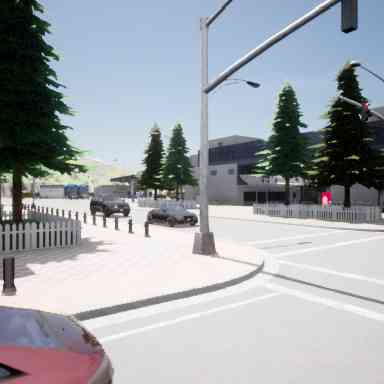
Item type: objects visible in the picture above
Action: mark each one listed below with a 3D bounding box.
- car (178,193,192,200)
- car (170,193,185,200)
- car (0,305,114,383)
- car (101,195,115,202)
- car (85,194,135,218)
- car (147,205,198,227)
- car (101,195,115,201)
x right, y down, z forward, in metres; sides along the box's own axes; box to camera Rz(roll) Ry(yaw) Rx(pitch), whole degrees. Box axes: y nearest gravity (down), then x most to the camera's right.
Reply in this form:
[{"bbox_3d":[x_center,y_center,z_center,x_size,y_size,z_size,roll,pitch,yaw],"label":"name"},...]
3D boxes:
[{"bbox_3d":[-1.796,1.092,88.067,1.905,1.878,3.866,0,0,-37],"label":"car"},{"bbox_3d":[-3.884,1.113,86.005,1.932,1.855,4.605,0,0,-37],"label":"car"},{"bbox_3d":[-2.615,1.564,2.130,4.181,1.385,1.994,0,0,-35],"label":"car"},{"bbox_3d":[-18.893,1.389,75.046,1.845,1.501,3.633,0,0,-37],"label":"car"},{"bbox_3d":[-7.851,1.237,31.390,2.150,2.045,5.566,0,0,-37],"label":"car"},{"bbox_3d":[-1.416,1.579,22.872,1.994,1.385,4.181,0,0,-37],"label":"car"},{"bbox_3d":[-20.919,1.400,82.782,1.970,1.475,3.806,0,0,-37],"label":"car"}]
